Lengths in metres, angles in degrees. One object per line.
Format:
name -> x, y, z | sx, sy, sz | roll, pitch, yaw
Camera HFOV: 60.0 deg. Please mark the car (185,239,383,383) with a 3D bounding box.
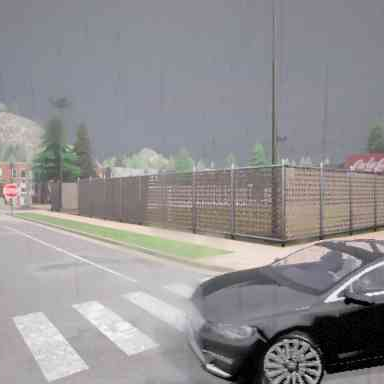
car -> 2.359, 1.499, 4.812 | 4.902, 1.511, 2.128 | 0, 1, -13
